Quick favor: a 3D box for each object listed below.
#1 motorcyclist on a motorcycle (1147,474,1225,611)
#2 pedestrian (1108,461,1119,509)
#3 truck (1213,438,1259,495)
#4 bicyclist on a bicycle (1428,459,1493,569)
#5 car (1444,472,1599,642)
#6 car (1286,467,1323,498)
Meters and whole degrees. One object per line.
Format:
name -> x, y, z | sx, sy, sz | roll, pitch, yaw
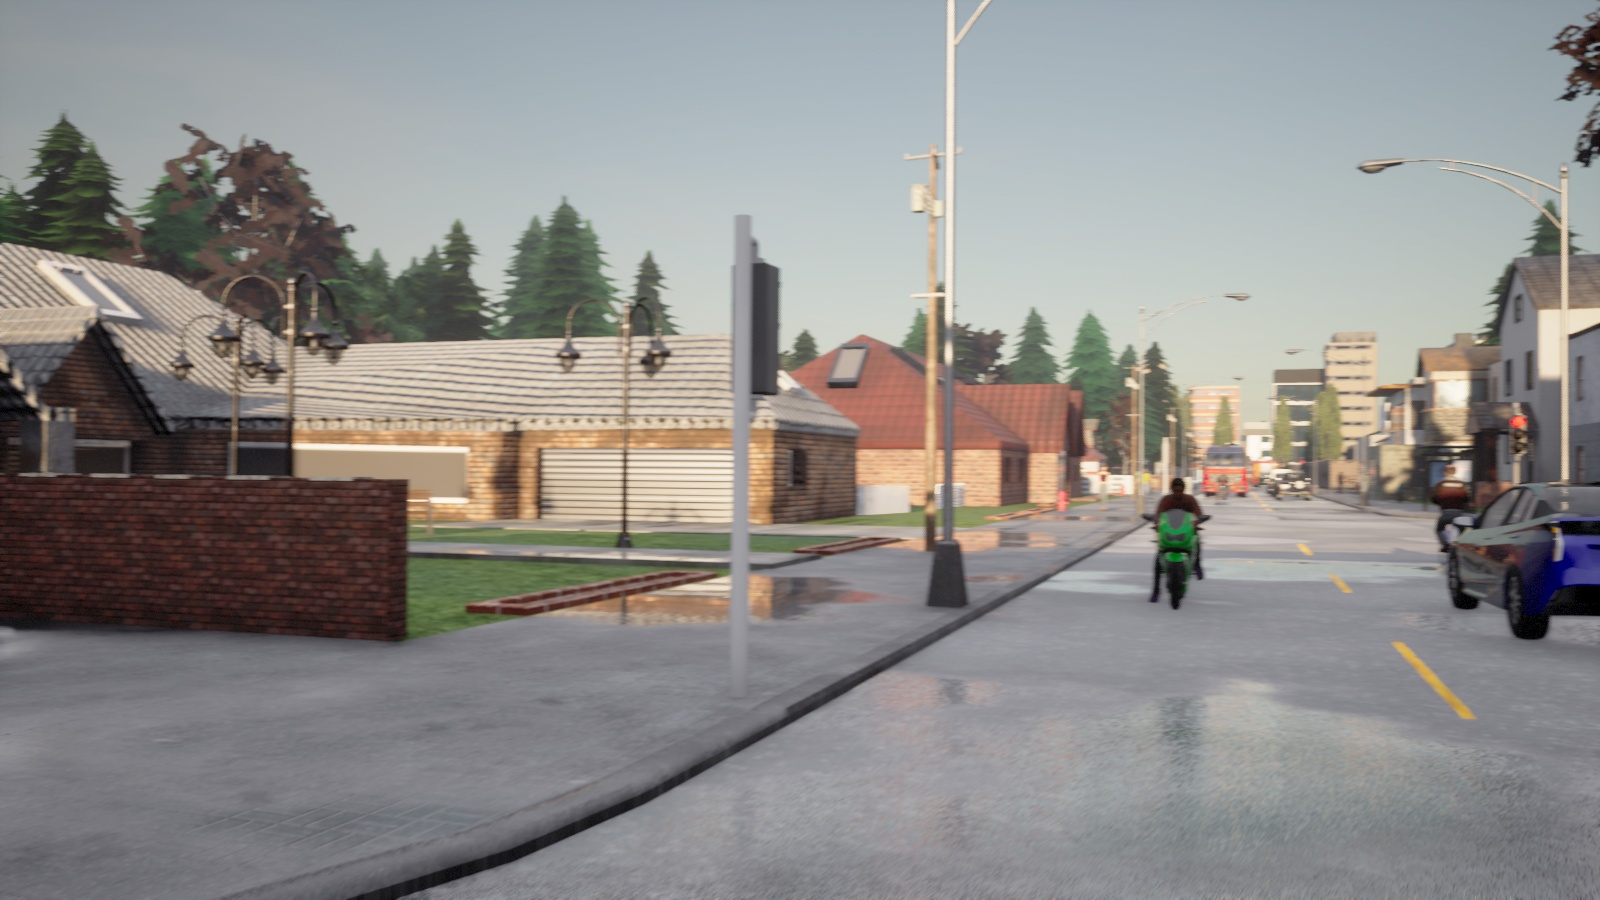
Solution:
motorcyclist on a motorcycle -> 4.642, 1.055, 15.031 | 0.797, 1.523, 2.044 | 0, -1, 20
pedestrian -> 11.994, 1.341, 48.023 | 0.345, 1.836, 0.594 | 0, -1, 19
truck -> 30.843, 1.169, 88.660 | 2.891, 3.827, 8.468 | 0, -1, 20
bicyclist on a bicycle -> 11.155, 1.051, 21.254 | 0.659, 1.776, 1.843 | 0, -1, 18
car -> 8.304, 0.991, 13.255 | 2.007, 1.525, 4.514 | 0, -1, 18
car -> 31.188, 1.964, 77.682 | 1.932, 1.855, 4.605 | 0, -1, 20
